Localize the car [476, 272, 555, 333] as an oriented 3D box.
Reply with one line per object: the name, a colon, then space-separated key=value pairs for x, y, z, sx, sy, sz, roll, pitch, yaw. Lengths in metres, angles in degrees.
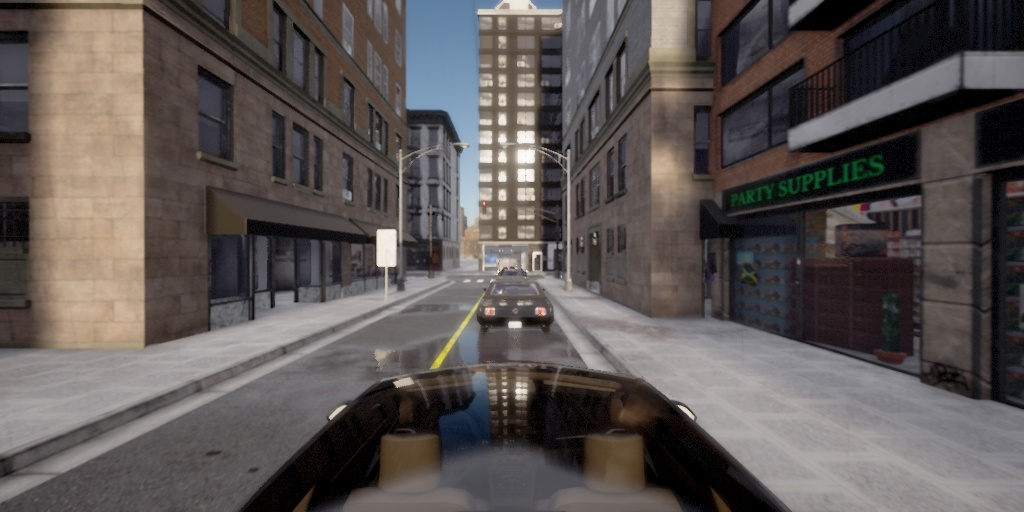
car: x=0.077 y=1.341 z=10.709 sx=1.895 sy=1.301 sz=4.718 roll=0 pitch=0 yaw=0

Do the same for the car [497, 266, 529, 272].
car: x=0.042 y=1.294 z=21.064 sx=1.994 sy=1.385 sz=4.181 roll=0 pitch=0 yaw=0
